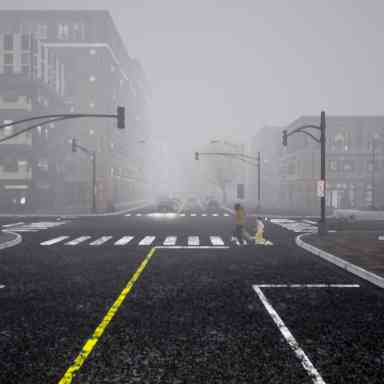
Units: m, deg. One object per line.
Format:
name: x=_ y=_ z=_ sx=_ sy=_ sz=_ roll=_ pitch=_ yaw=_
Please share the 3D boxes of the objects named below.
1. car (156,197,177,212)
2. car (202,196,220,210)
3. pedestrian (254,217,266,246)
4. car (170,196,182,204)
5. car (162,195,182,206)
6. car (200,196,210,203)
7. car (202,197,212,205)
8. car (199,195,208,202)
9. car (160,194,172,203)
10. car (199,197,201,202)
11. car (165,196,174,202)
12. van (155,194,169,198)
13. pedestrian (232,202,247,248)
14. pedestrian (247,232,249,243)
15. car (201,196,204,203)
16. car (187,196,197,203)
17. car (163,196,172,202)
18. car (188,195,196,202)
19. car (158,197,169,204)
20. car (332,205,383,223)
car: x=-3.067 y=1.623 z=39.097 sx=1.895 sy=1.301 sz=4.718 roll=0 pitch=0 yaw=-1
car: x=2.694 y=1.580 z=43.490 sx=2.008 sy=1.369 sz=4.403 roll=0 pitch=0 yaw=0
pedestrian: x=2.877 y=1.574 z=13.947 sx=0.375 sy=1.300 sz=0.375 roll=0 pitch=0 yaw=0
car: x=-3.042 y=1.554 z=64.395 sx=2.128 sy=1.511 sz=4.902 roll=0 pitch=0 yaw=0
car: x=-3.083 y=1.590 z=51.953 sx=2.033 sy=1.411 sz=5.357 roll=0 pitch=0 yaw=0
car: x=2.697 y=1.633 z=71.975 sx=2.008 sy=1.369 sz=4.403 roll=0 pitch=0 yaw=0
car: x=2.695 y=1.640 z=60.581 sx=1.802 sy=1.307 sz=4.206 roll=0 pitch=0 yaw=0
car: x=2.697 y=1.536 z=77.672 sx=1.967 sy=1.590 sz=4.097 roll=0 pitch=0 yaw=0
car: x=-5.685 y=1.397 z=71.977 sx=2.192 sy=1.841 sz=5.009 roll=0 pitch=0 yaw=0
car: x=2.695 y=1.488 z=54.884 sx=1.967 sy=1.590 sz=4.097 roll=0 pitch=0 yaw=0
car: x=-5.683 y=1.663 z=83.370 sx=2.008 sy=1.369 sz=4.403 roll=0 pitch=0 yaw=0
van: x=-5.686 y=1.399 z=60.584 sx=1.690 sy=1.788 sz=3.998 roll=0 pitch=0 yaw=0
pedestrian: x=1.906 y=1.294 z=13.345 sx=0.375 sy=1.860 sz=0.375 roll=0 pitch=0 yaw=0
pedestrian: x=2.158 y=1.294 z=14.546 sx=0.375 sy=1.860 sz=0.375 roll=0 pitch=0 yaw=0
car: x=2.695 y=1.478 z=49.188 sx=1.967 sy=1.590 sz=4.097 roll=0 pitch=0 yaw=0
car: x=0.008 y=1.625 z=70.673 sx=1.994 sy=1.385 sz=4.181 roll=0 pitch=0 yaw=0
car: x=-5.684 y=1.662 z=77.674 sx=1.947 sy=1.339 sz=4.313 roll=0 pitch=0 yaw=0
car: x=0.009 y=1.556 z=80.680 sx=2.033 sy=1.411 sz=5.357 roll=0 pitch=0 yaw=0
car: x=-5.685 y=1.651 z=66.280 sx=1.802 sy=1.307 sz=4.206 roll=0 pitch=0 yaw=0
car: x=13.475 y=1.668 z=25.777 sx=4.718 sy=1.301 sz=1.895 roll=0 pitch=0 yaw=0
